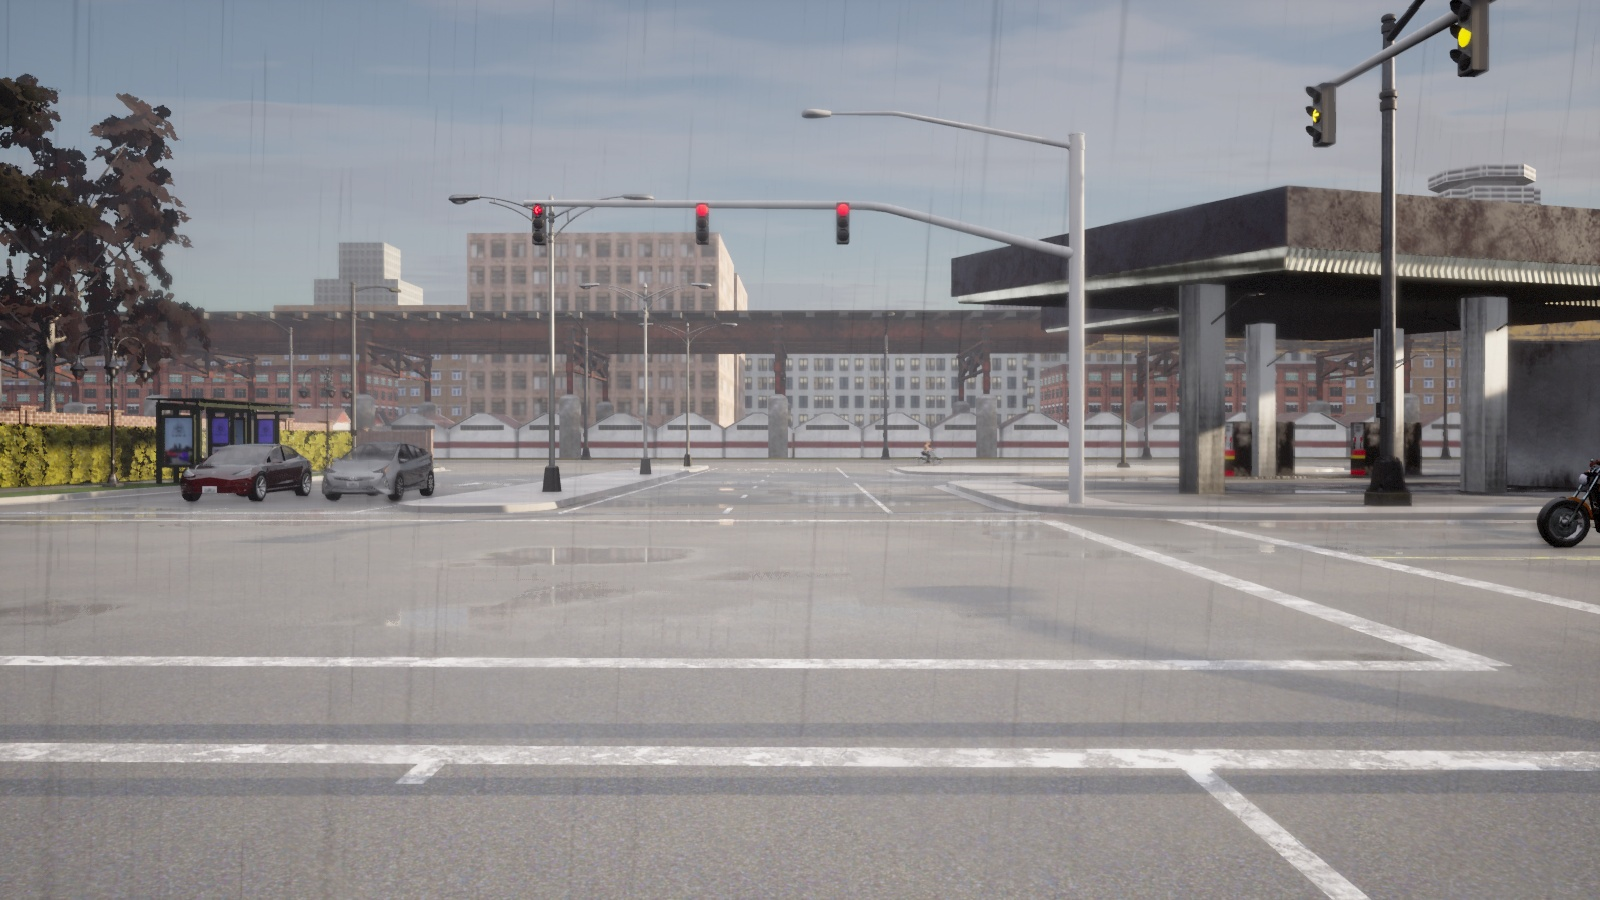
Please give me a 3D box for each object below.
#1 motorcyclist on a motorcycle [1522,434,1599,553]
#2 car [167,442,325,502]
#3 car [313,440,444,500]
[{"bbox_3d":[11.649,0.606,17.834,2.350,1.649,0.766,0,0,-1],"label":"motorcyclist on a motorcycle"},{"bbox_3d":[-14.822,0.543,33.925,2.163,1.488,4.792,0,0,0],"label":"car"},{"bbox_3d":[-11.300,0.492,34.023,2.007,1.525,4.514,0,0,0],"label":"car"}]
